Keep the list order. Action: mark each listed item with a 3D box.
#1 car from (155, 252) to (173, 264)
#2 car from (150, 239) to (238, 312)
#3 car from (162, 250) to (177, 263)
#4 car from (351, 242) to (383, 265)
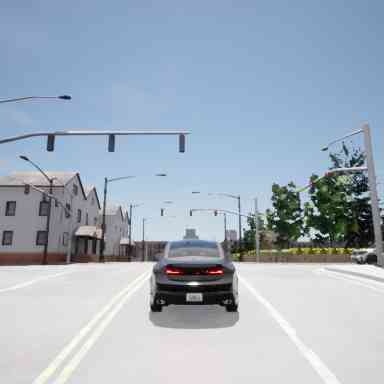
[{"bbox_3d":[-3.731,8.984,45.166,2.128,1.511,4.902,0,-12,0],"label":"car"},{"bbox_3d":[0.046,1.985,8.588,1.837,1.490,4.892,0,-7,0],"label":"car"},{"bbox_3d":[-3.747,11.070,56.576,2.150,2.045,5.566,0,-12,0],"label":"car"},{"bbox_3d":[16.797,5.314,28.829,5.566,2.045,2.150,0,-12,1],"label":"car"}]
